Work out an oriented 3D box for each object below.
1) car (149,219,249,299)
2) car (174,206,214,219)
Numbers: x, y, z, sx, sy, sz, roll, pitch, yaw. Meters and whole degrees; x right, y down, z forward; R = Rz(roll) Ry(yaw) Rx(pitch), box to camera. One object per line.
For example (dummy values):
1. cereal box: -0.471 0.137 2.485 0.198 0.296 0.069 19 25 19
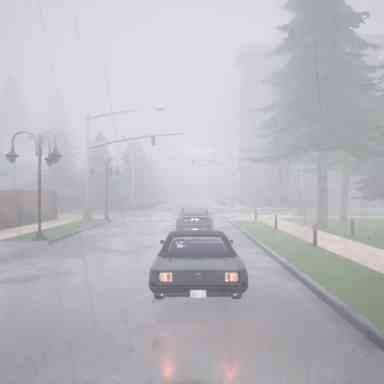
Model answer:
1. car: 0.119 1.601 8.388 1.895 1.301 4.718 0 0 0
2. car: 0.131 1.505 17.650 1.837 1.490 4.892 0 0 0
